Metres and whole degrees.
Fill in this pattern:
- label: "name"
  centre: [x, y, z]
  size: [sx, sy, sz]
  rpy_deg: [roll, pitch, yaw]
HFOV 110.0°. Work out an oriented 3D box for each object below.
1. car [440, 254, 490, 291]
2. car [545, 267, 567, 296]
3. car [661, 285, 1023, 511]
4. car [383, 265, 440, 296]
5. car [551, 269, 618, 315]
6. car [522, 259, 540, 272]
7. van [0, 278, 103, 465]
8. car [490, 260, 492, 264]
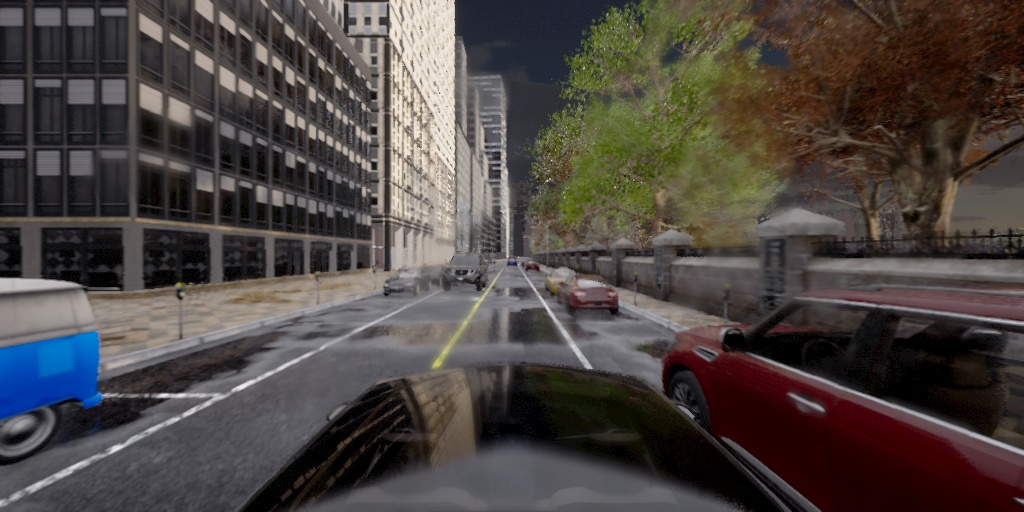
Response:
- label: "car"
  centre: [-2.774, 0.889, 22.205]
  size: [2.150, 2.045, 5.566]
  rpy_deg: [0, 0, 0]
- label: "car"
  centre: [2.691, 1.273, 19.092]
  size: [1.751, 1.417, 4.829]
  rpy_deg: [0, 0, 0]
- label: "car"
  centre: [2.712, 1.062, 2.046]
  size: [2.192, 1.841, 5.009]
  rpy_deg: [0, 0, 0]
- label: "car"
  centre: [-5.479, 1.308, 19.208]
  size: [2.007, 1.370, 4.403]
  rpy_deg: [0, 0, 0]
- label: "car"
  centre: [2.698, 1.329, 13.296]
  size: [1.802, 1.307, 4.207]
  rpy_deg: [0, 0, 0]
- label: "car"
  centre: [2.656, 1.300, 47.050]
  size: [1.888, 1.381, 4.507]
  rpy_deg: [0, 0, 0]
- label: "van"
  centre: [-5.458, 1.097, 2.325]
  size: [1.690, 1.789, 3.998]
  rpy_deg: [0, 0, 0]
- label: "car"
  centre: [-2.790, 1.261, 27.446]
  size: [1.837, 1.490, 4.892]
  rpy_deg: [0, 0, 0]
